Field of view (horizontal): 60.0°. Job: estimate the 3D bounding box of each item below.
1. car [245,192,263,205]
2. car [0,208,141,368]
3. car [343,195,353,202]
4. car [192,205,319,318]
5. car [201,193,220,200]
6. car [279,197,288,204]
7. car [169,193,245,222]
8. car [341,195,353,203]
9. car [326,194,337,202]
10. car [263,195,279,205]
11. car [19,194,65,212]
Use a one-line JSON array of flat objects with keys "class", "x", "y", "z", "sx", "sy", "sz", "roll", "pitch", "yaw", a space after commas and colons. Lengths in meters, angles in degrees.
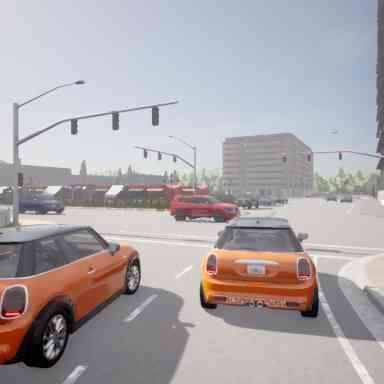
[{"class": "car", "x": 7.349, "y": 1.221, "z": 44.516, "sx": 2.150, "sy": 2.045, "sz": 5.566, "roll": 0, "pitch": 0, "yaw": 27}, {"class": "car", "x": -2.509, "y": 1.352, "z": 6.052, "sx": 2.097, "sy": 1.767, "sz": 4.553, "roll": 0, "pitch": 0, "yaw": 9}, {"class": "car", "x": 36.526, "y": 1.500, "z": 77.823, "sx": 1.837, "sy": 1.490, "sz": 4.892, "roll": 0, "pitch": 0, "yaw": 27}, {"class": "car", "x": 1.603, "y": 1.352, "z": 7.770, "sx": 2.097, "sy": 1.767, "sz": 4.553, "roll": 0, "pitch": 0, "yaw": 14}, {"class": "car", "x": 4.879, "y": 1.209, "z": 86.910, "sx": 4.605, "sy": 1.855, "sz": 1.932, "roll": 0, "pitch": 0, "yaw": 28}, {"class": "car", "x": 16.565, "y": 1.601, "z": 62.209, "sx": 1.895, "sy": 1.301, "sz": 4.718, "roll": 0, "pitch": 0, "yaw": 28}, {"class": "car", "x": 0.915, "y": 1.265, "z": 25.675, "sx": 5.566, "sy": 2.045, "sz": 2.150, "roll": 0, "pitch": 0, "yaw": 28}, {"class": "car", "x": 31.954, "y": 1.595, "z": 68.991, "sx": 1.895, "sy": 1.301, "sz": 4.718, "roll": 0, "pitch": 0, "yaw": 27}, {"class": "car", "x": 33.386, "y": 1.355, "z": 79.371, "sx": 2.097, "sy": 1.767, "sz": 4.553, "roll": 0, "pitch": 0, "yaw": 27}, {"class": "car", "x": 11.940, "y": 1.352, "z": 53.366, "sx": 2.097, "sy": 1.767, "sz": 4.553, "roll": 0, "pitch": 0, "yaw": 27}, {"class": "car", "x": -15.768, "y": 1.275, "z": 34.469, "sx": 5.566, "sy": 2.045, "sz": 2.150, "roll": 0, "pitch": 0, "yaw": 28}]
